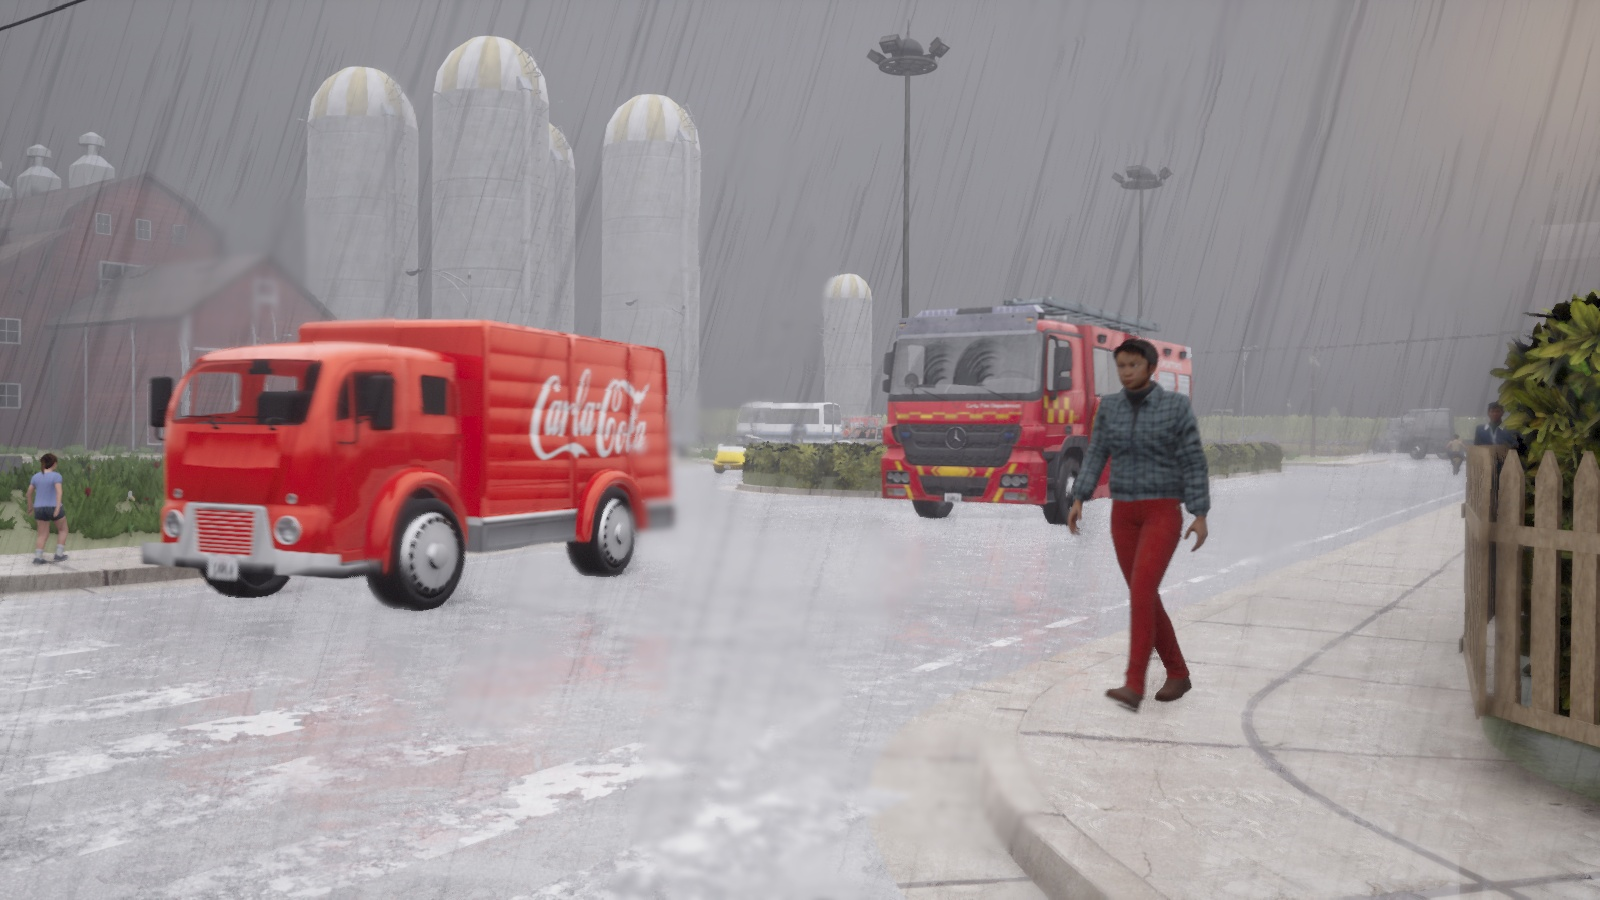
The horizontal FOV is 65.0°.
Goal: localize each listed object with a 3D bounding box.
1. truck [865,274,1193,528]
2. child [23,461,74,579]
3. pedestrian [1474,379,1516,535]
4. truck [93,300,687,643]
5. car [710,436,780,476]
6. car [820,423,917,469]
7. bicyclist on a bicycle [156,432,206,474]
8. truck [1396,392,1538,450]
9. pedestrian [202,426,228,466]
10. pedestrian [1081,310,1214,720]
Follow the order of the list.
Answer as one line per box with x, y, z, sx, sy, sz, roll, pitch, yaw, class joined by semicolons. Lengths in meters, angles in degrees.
4.600;-0.791;23.248;2.891;3.827;8.468;0;1;33;truck
-7.241;0.667;12.108;0.255;1.110;0.394;-1;1;-3;child
8.954;0.085;16.168;0.423;1.949;0.788;0;1;33;pedestrian
-3.442;0.115;11.948;2.627;2.467;5.204;0;1;22;truck
-1.938;0.192;44.774;1.481;1.376;2.207;0;1;33;car
2.903;-0.191;52.245;1.932;1.855;4.605;0;1;33;car
-26.687;0.104;54.136;0.659;1.776;1.843;0;1;33;bicyclist on a bicycle
42.053;-1.772;79.487;2.891;3.462;7.936;-1;1;-23;truck
-28.554;-0.195;61.300;0.659;1.952;0.873;0;1;34;pedestrian
1.666;0.290;5.999;0.353;1.847;0.614;0;1;44;pedestrian
